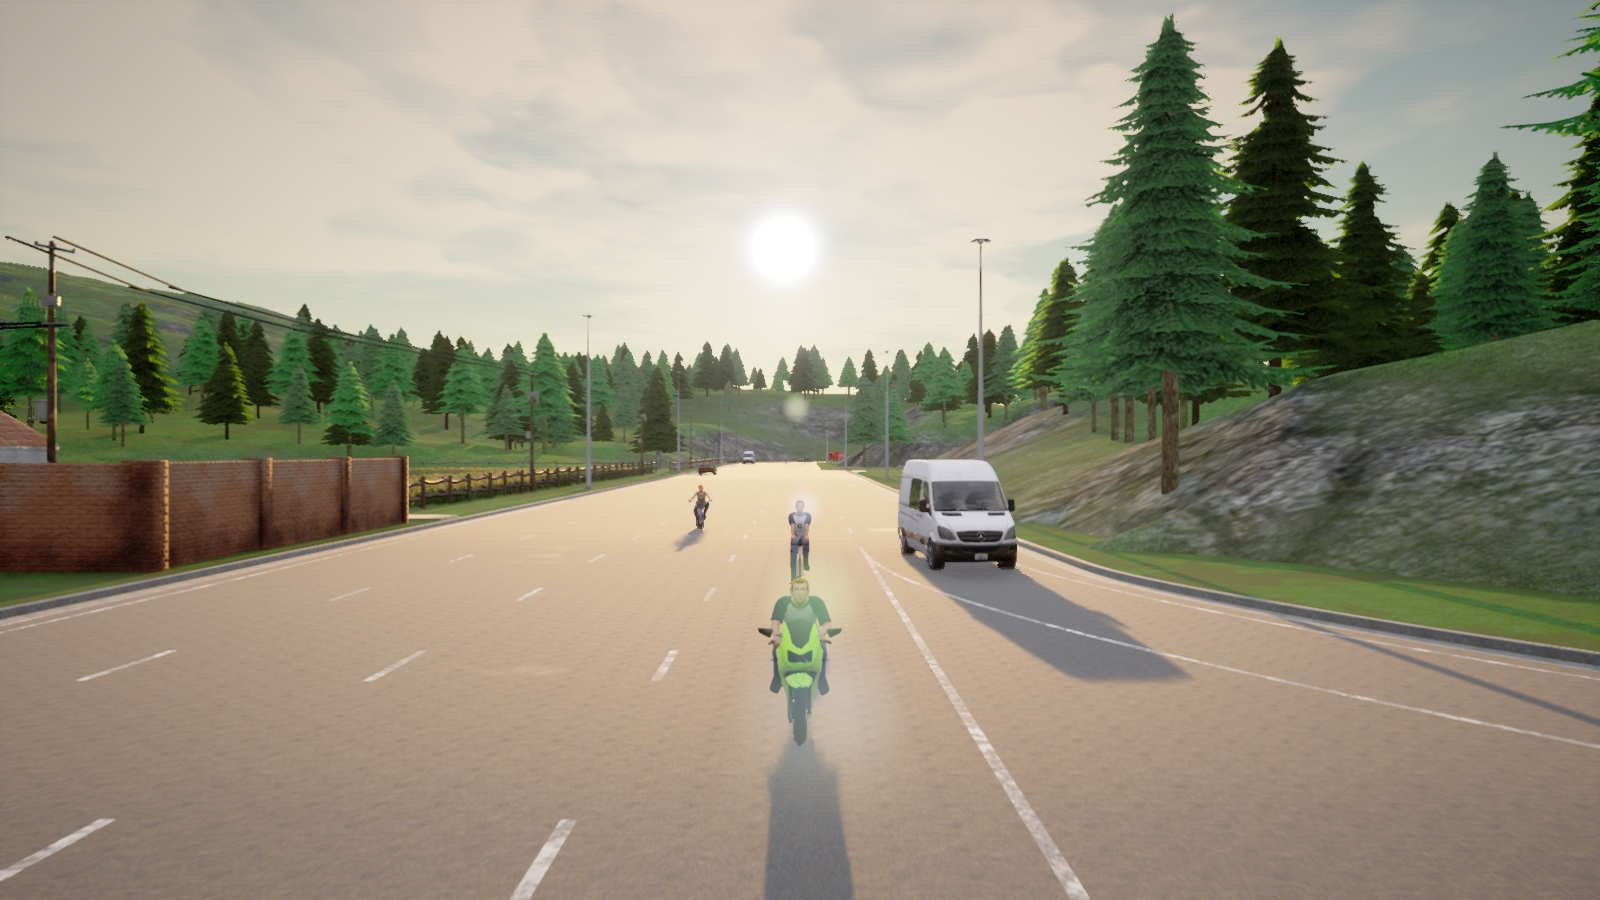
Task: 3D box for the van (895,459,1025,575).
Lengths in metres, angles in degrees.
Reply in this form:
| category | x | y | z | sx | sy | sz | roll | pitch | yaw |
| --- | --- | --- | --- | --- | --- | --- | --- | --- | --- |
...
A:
| category | x | y | z | sx | sy | sz | roll | pitch | yaw |
| --- | --- | --- | --- | --- | --- | --- | --- | --- | --- |
| van | 3.847 | 1.534 | 28.691 | 1.988 | 2.561 | 5.915 | 0 | 0 | -5 |

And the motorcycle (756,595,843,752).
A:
| category | x | y | z | sx | sy | sz | roll | pitch | yaw |
| --- | --- | --- | --- | --- | --- | --- | --- | --- | --- |
| motorcycle | -0.001 | 2.187 | 11.556 | 0.803 | 1.199 | 2.033 | 0 | 0 | 0 |

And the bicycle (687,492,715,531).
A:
| category | x | y | z | sx | sy | sz | roll | pitch | yaw |
| --- | --- | --- | --- | --- | --- | --- | --- | --- | --- |
| bicycle | -3.504 | 2.158 | 40.342 | 0.859 | 1.277 | 1.487 | 0 | 0 | 0 |

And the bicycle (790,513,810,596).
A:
| category | x | y | z | sx | sy | sz | roll | pitch | yaw |
| --- | --- | --- | --- | --- | --- | --- | --- | --- | --- |
| bicycle | -0.002 | 2.055 | 22.789 | 0.373 | 1.496 | 1.643 | 0 | 0 | 0 |
